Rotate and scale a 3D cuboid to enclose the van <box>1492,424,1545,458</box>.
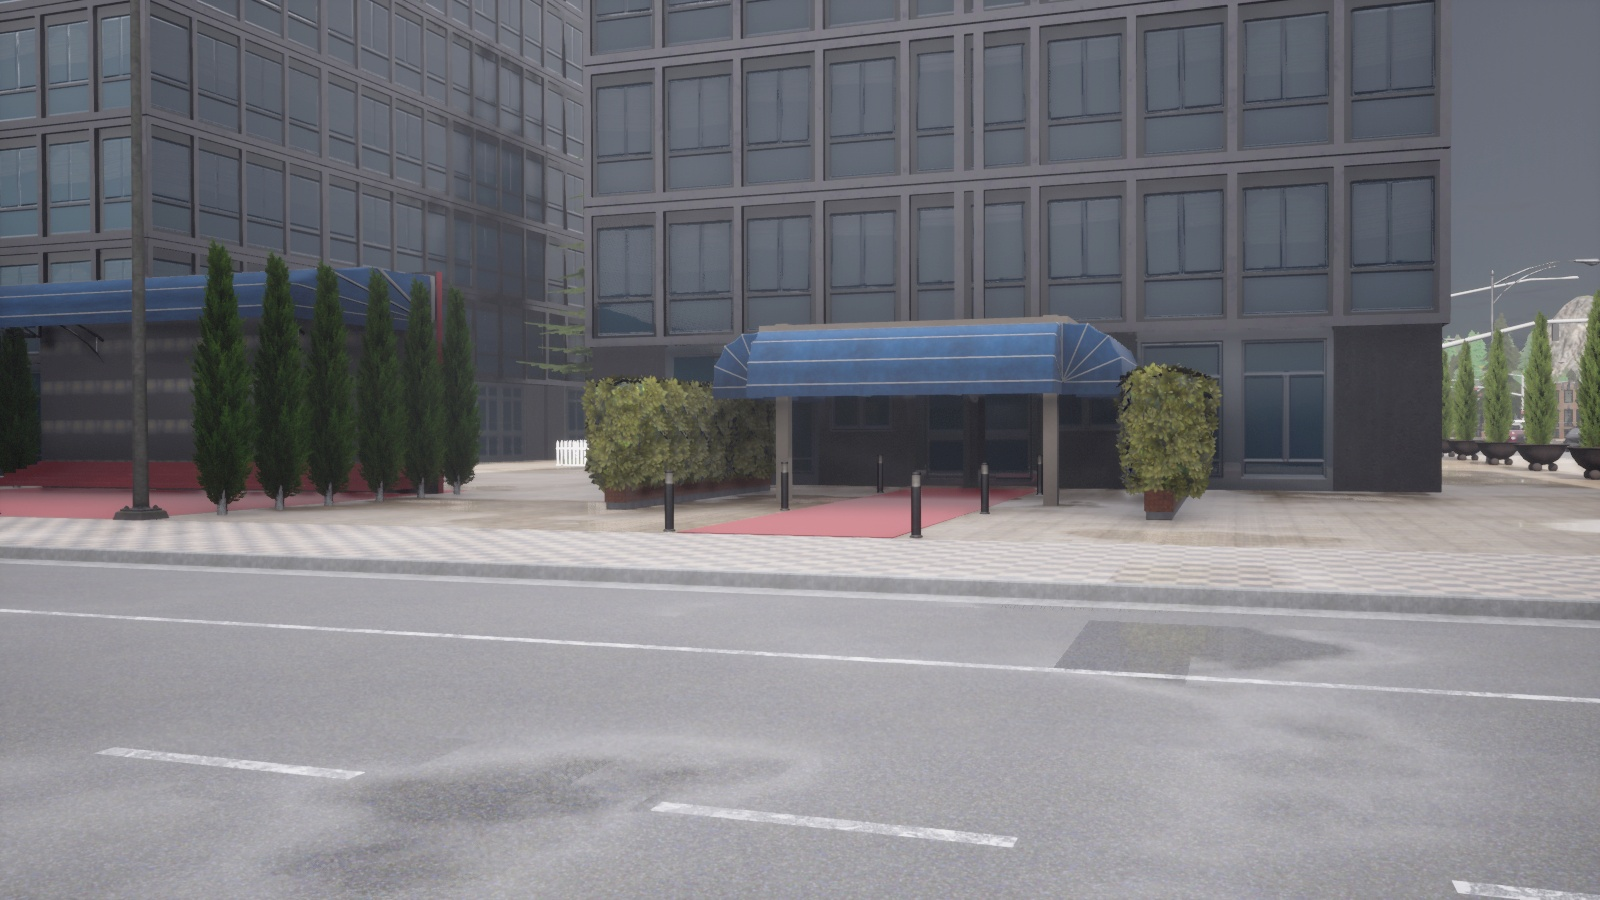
[{"bbox_3d":[44.985,-0.552,78.739,2.069,2.038,4.480,1,1,19],"label":"van"}]

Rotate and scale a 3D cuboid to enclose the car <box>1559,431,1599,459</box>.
[{"bbox_3d":[48.290,-0.301,76.513,2.033,1.649,4.856,0,0,12],"label":"car"}]
